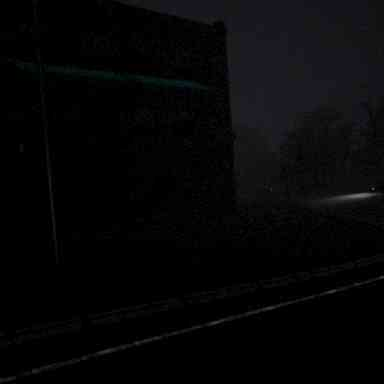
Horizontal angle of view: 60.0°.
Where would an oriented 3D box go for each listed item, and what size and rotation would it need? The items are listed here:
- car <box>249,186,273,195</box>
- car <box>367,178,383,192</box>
[{"bbox_3d":[11.658,-0.206,56.766,1.837,1.490,4.892,-6,-1,-30],"label":"car"},{"bbox_3d":[22.566,-0.841,39.243,4.902,1.511,2.128,-6,3,-35],"label":"car"}]
